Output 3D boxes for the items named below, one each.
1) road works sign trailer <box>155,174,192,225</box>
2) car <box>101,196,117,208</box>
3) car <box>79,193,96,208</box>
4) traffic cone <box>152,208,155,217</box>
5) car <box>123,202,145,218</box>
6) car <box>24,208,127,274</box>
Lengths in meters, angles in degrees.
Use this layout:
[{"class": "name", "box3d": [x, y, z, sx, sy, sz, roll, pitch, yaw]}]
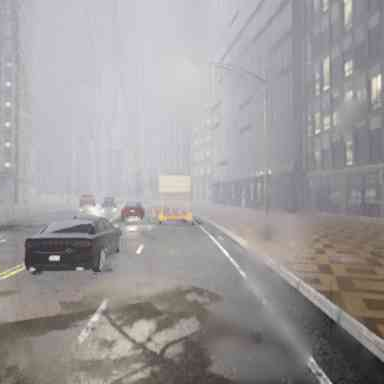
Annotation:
[{"class": "road works sign trailer", "box3d": [-1.259, 0.478, 23.967, 2.380, 3.560, 2.880, 0, 0, -7]}, {"class": "car", "box3d": [-11.700, 1.364, 47.217, 2.097, 1.767, 4.553, 0, 0, -12]}, {"class": "car", "box3d": [-15.572, 1.227, 49.850, 2.150, 2.045, 5.566, 0, 0, -12]}, {"class": "traffic cone", "box3d": [-3.506, 1.971, 30.737, 0.340, 0.580, 0.340, 0, 0, -7]}, {"class": "car", "box3d": [-5.275, 1.576, 29.969, 1.994, 1.385, 4.181, 0, 0, -7]}, {"class": "car", "box3d": [-3.507, 1.484, 10.693, 1.882, 1.535, 5.008, 0, 0, -3]}]
